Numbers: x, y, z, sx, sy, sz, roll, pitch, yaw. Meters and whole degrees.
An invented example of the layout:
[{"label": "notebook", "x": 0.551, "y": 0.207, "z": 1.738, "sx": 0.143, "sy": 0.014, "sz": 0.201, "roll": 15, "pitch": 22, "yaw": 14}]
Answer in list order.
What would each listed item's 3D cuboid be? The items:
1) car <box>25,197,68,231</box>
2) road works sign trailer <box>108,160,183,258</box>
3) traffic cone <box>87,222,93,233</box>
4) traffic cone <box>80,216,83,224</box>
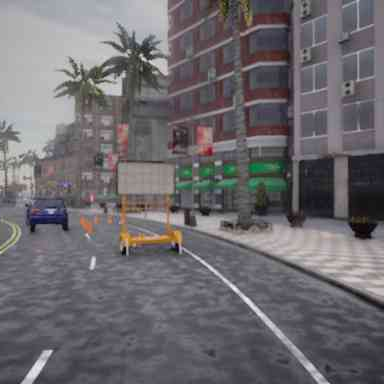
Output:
[{"label": "car", "x": -9.699, "y": 1.349, "z": 22.063, "sx": 2.150, "sy": 2.045, "sz": 5.566, "roll": 0, "pitch": -1, "yaw": -30}, {"label": "road works sign trailer", "x": -1.879, "y": 0.537, "z": 13.440, "sx": 2.380, "sy": 3.560, "sz": 2.880, "roll": 0, "pitch": 0, "yaw": -22}, {"label": "traffic cone", "x": -5.923, "y": 2.065, "z": 19.334, "sx": 0.340, "sy": 0.580, "sz": 0.340, "roll": 0, "pitch": 0, "yaw": -22}, {"label": "traffic cone", "x": -7.450, "y": 2.087, "z": 23.031, "sx": 0.340, "sy": 0.580, "sz": 0.340, "roll": 0, "pitch": 0, "yaw": -22}]
